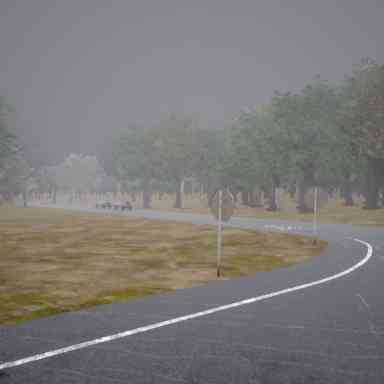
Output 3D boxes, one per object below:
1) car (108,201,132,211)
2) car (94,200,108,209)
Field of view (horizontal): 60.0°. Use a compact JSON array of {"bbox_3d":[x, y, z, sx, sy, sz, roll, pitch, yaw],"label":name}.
[{"bbox_3d":[-11.131,2.167,52.894,1.837,1.490,4.892,2,-2,-34],"label":"car"},{"bbox_3d":[-16.096,2.309,60.022,1.837,1.490,4.892,2,-2,-35],"label":"car"}]
